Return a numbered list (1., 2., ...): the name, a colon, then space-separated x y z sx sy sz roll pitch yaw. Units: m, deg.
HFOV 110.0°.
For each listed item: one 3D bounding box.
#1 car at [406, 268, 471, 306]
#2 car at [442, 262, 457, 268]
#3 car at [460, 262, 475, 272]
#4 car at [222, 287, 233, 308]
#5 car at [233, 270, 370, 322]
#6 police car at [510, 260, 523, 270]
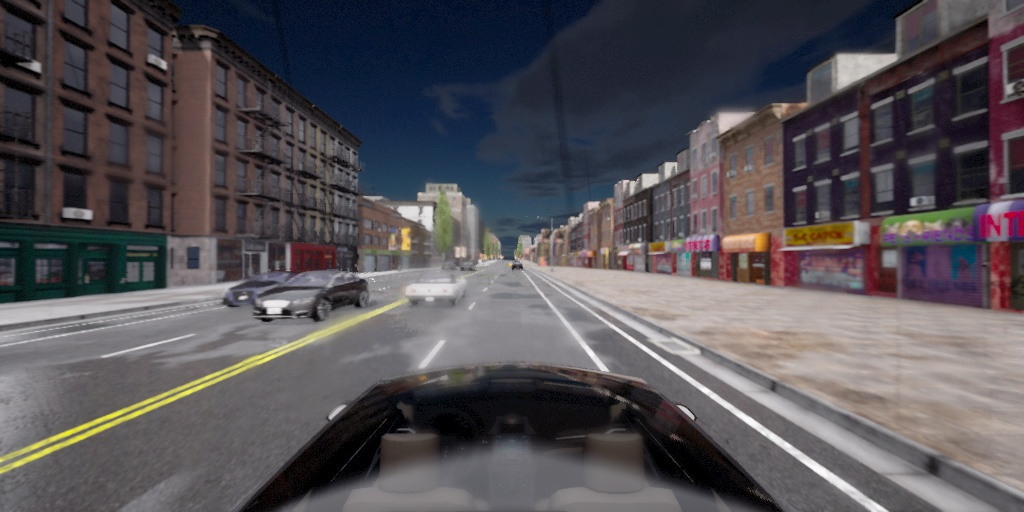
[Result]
1. car: -3.152 1.390 15.981 1.895 1.301 4.718 0 0 0
2. car: -9.804 1.644 56.379 1.837 1.490 4.892 0 -1 1
3. car: -6.560 1.597 53.530 1.837 1.490 4.892 0 -1 0
4. car: -9.849 1.350 15.144 1.994 1.385 4.181 0 0 0
5. car: -6.598 1.265 12.403 2.128 1.511 4.902 0 0 0
6. police car: 0.979 1.684 63.616 1.930 1.638 5.238 0 -1 0
